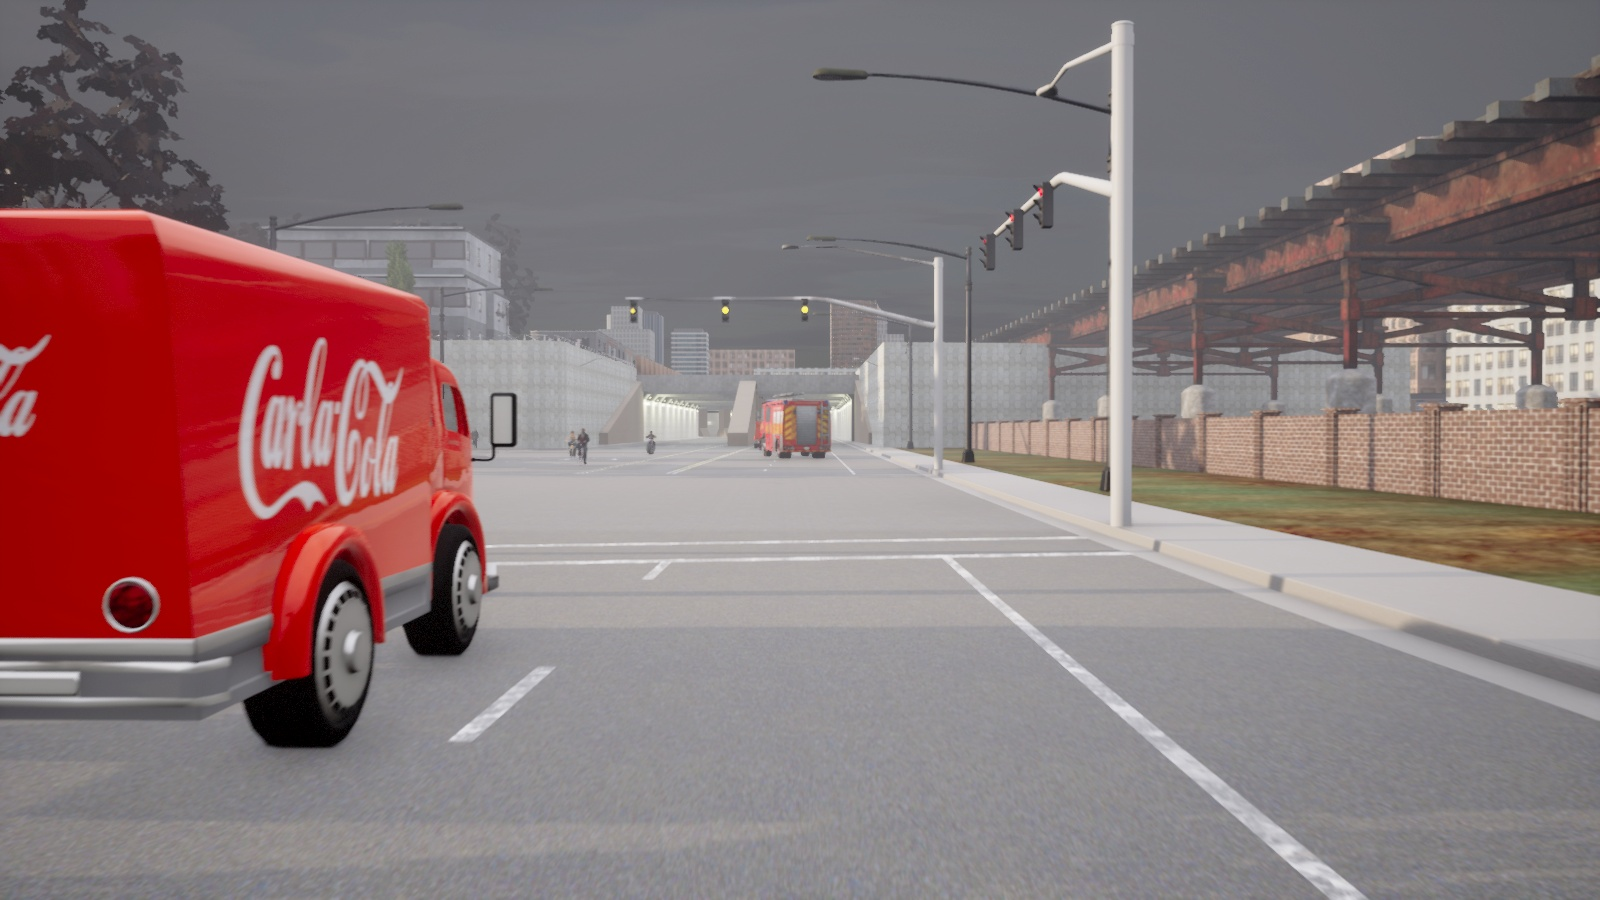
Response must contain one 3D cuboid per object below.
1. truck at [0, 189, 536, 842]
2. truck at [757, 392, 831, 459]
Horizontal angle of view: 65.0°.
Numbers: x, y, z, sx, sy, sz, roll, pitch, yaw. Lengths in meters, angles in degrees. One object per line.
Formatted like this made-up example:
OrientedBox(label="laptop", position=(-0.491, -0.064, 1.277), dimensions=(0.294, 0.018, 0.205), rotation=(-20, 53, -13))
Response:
OrientedBox(label="truck", position=(-3.464, 0.223, 7.377), dimensions=(2.627, 2.467, 5.204), rotation=(0, 1, 1))
OrientedBox(label="truck", position=(-0.485, -1.476, 75.871), dimensions=(2.891, 3.827, 8.468), rotation=(0, 1, -11))
